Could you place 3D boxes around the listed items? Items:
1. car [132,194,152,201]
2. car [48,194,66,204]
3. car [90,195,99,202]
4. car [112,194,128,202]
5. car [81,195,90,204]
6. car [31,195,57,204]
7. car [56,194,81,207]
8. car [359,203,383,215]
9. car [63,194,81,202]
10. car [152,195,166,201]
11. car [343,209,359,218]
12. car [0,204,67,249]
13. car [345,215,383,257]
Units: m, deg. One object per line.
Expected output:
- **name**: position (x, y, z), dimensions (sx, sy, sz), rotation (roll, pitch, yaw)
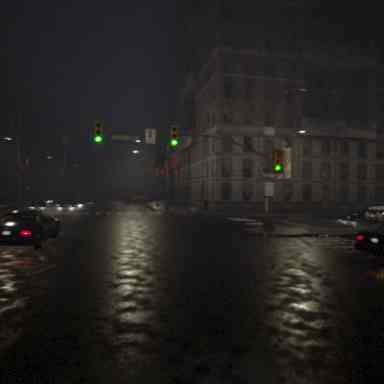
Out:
- **car**: position (-13.029, 1.365, 84.188), dimensions (1.882, 1.535, 5.008), rotation (1, 0, 26)
- **car**: position (-22.490, 1.199, 55.503), dimensions (1.882, 1.535, 5.008), rotation (1, 0, -11)
- **car**: position (-20.177, 1.306, 66.742), dimensions (2.033, 1.411, 5.357), rotation (1, 0, -2)
- **car**: position (-15.994, 1.190, 74.363), dimensions (2.097, 1.767, 4.553), rotation (1, 0, 11)
- **car**: position (-19.086, 1.264, 56.342), dimensions (2.128, 1.511, 4.902), rotation (1, 0, -11)
- **car**: position (-20.528, 1.288, 45.720), dimensions (2.033, 1.411, 5.357), rotation (1, 0, -11)
- **car**: position (-17.043, 1.318, 46.143), dimensions (1.812, 1.442, 4.674), rotation (1, 0, -11)
- **car**: position (16.198, 1.484, 25.430), dimensions (5.566, 2.045, 2.150), rotation (1, 0, -12)
- **car**: position (-23.672, 1.214, 65.676), dimensions (1.837, 1.490, 4.892), rotation (1, 0, -2)
- **car**: position (-8.700, 1.492, 85.141), dimensions (2.033, 1.411, 5.357), rotation (1, 0, 30)
- **car**: position (15.986, 1.810, 28.963), dimensions (5.357, 1.411, 2.033), rotation (1, 0, -12)
- **car**: position (-6.896, 1.459, 13.936), dimensions (2.033, 1.411, 5.357), rotation (1, 0, -11)
- **car**: position (8.382, 1.682, 11.818), dimensions (5.357, 1.411, 2.033), rotation (1, 0, -20)
